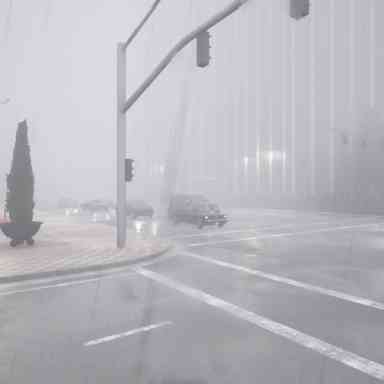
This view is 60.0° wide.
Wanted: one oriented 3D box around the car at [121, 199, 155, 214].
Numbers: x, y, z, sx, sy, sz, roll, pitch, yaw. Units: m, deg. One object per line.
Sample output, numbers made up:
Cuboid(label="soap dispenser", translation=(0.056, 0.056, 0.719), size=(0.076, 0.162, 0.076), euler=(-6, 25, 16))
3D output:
Cuboid(label="car", translation=(-5.988, 1.526, 36.707), size=(1.812, 1.442, 4.674), euler=(0, 0, -36))

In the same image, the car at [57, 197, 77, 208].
Cuboid(label="car", translation=(-17.544, 1.491, 46.788), size=(2.128, 1.511, 4.902), euler=(0, 0, -35))

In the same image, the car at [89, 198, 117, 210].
Cuboid(label="car", translation=(-12.178, 1.547, 45.292), size=(2.033, 1.411, 5.357), euler=(0, 0, -36))

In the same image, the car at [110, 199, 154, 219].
Cuboid(label="car", translation=(-5.183, 1.478, 29.600), size=(1.882, 1.535, 5.008), euler=(0, 0, -36))

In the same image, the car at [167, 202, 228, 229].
Cuboid(label="car", translation=(0.271, 1.601, 21.959), size=(1.895, 1.301, 4.718), euler=(0, 0, -34))

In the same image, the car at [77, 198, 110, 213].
Cuboid(label="car", translation=(-11.097, 1.601, 37.792), size=(1.895, 1.301, 4.718), euler=(0, 0, -36))

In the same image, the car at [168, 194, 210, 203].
Cuboid(label="car", translation=(0.025, 1.221, 28.372), size=(2.150, 2.045, 5.566), euler=(0, 0, -36))
